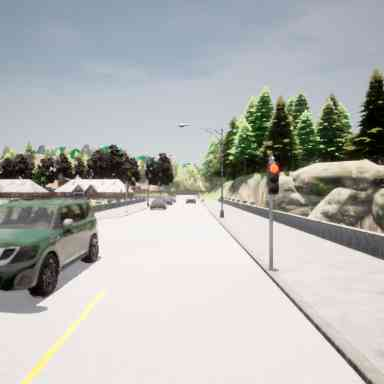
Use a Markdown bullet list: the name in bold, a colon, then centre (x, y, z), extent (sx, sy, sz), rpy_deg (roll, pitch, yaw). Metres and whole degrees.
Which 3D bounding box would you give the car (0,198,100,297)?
- **car**: centre (-4.125, 1.221, 8.926), extent (2.150, 2.045, 5.566), rpy_deg (0, 0, 0)

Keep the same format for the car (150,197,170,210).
- **car**: centre (-4.222, 1.526, 42.700), extent (1.812, 1.442, 4.674), rpy_deg (0, 0, -1)

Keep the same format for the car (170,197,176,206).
- **car**: centre (-4.245, 1.547, 56.181), extent (2.033, 1.411, 5.357), rpy_deg (0, 0, 0)

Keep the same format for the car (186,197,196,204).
- **car**: centre (-0.180, 1.601, 63.408), extent (1.895, 1.301, 4.718), rpy_deg (0, 0, 0)
